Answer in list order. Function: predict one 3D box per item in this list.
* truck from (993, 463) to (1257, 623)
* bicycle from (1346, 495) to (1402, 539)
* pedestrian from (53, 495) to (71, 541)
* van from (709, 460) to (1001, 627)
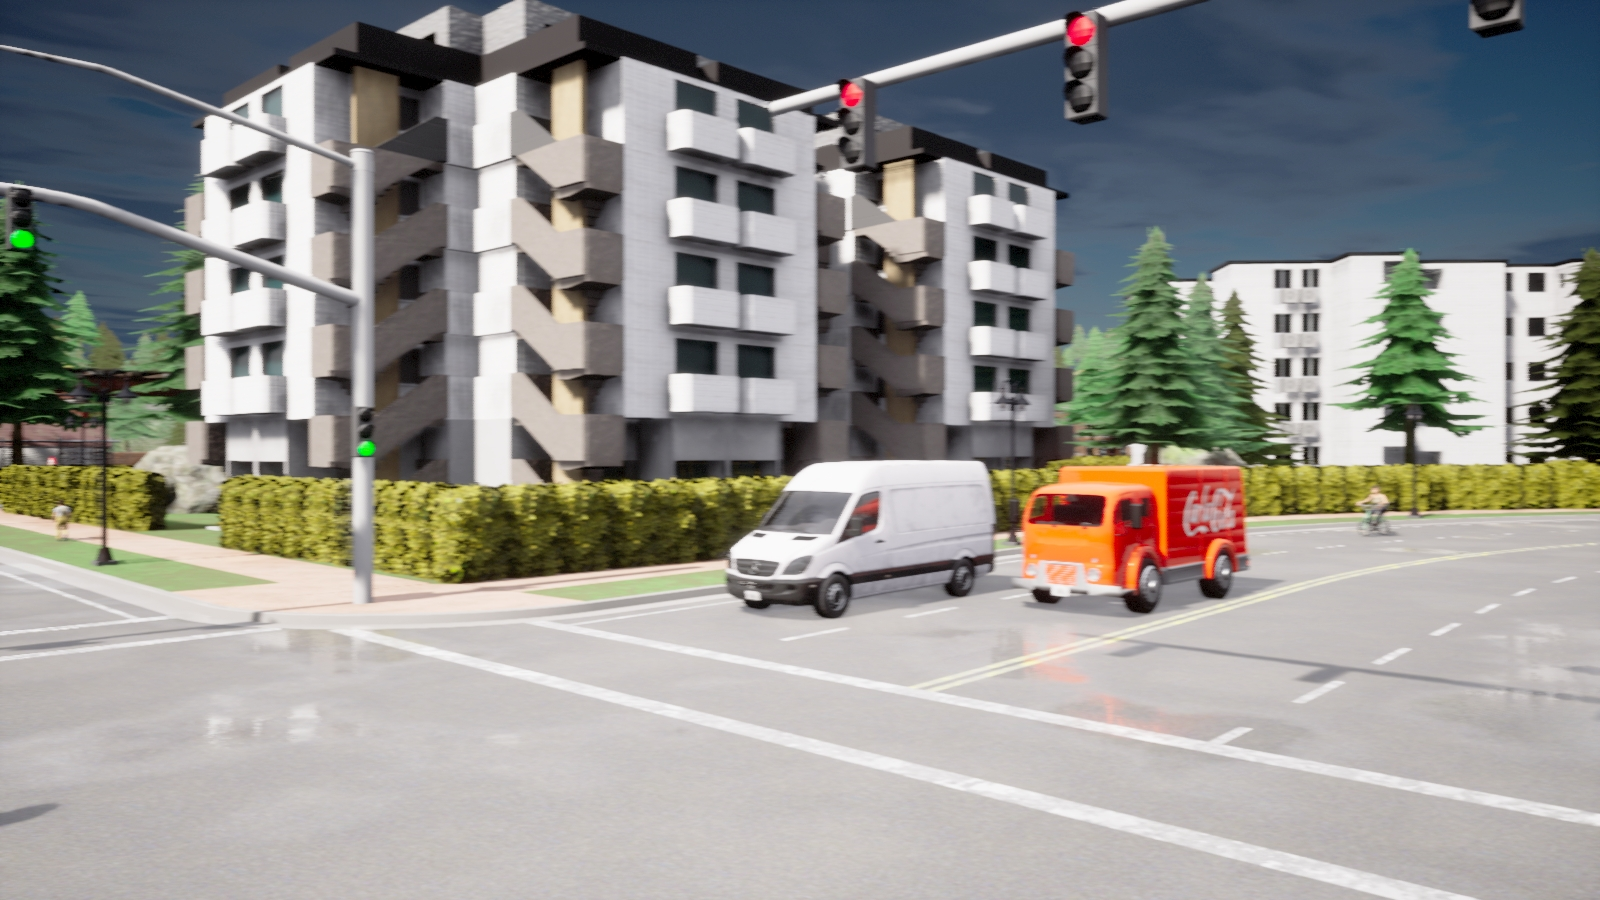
[{"bbox_3d":[6.102,1.518,21.018,2.627,2.467,5.204,0,0,42],"label":"truck"},{"bbox_3d":[17.851,2.064,35.536,1.487,1.276,0.859,0,0,-29],"label":"bicycle"},{"bbox_3d":[-21.139,1.942,32.735,0.375,1.300,0.375,0,0,-43],"label":"pedestrian"},{"bbox_3d":[1.197,1.492,20.824,1.988,2.561,5.915,0,0,43],"label":"van"}]
